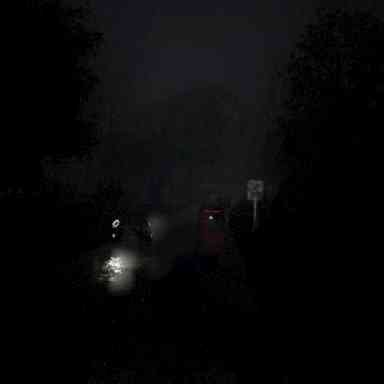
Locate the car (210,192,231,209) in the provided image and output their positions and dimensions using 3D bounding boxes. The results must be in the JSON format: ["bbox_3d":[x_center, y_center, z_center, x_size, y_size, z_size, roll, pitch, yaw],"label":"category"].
[{"bbox_3d":[3.880,1.228,41.779,2.128,1.511,4.902,1,2,9],"label":"car"}]

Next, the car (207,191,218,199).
[{"bbox_3d":[3.784,0.656,56.310,2.128,1.511,4.902,1,3,13],"label":"car"}]

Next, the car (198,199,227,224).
[{"bbox_3d":[1.502,1.478,24.576,1.837,1.490,4.892,0,0,6],"label":"car"}]

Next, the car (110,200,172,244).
[{"bbox_3d":[-2.217,1.302,15.509,2.097,1.767,4.553,0,0,4],"label":"car"}]
